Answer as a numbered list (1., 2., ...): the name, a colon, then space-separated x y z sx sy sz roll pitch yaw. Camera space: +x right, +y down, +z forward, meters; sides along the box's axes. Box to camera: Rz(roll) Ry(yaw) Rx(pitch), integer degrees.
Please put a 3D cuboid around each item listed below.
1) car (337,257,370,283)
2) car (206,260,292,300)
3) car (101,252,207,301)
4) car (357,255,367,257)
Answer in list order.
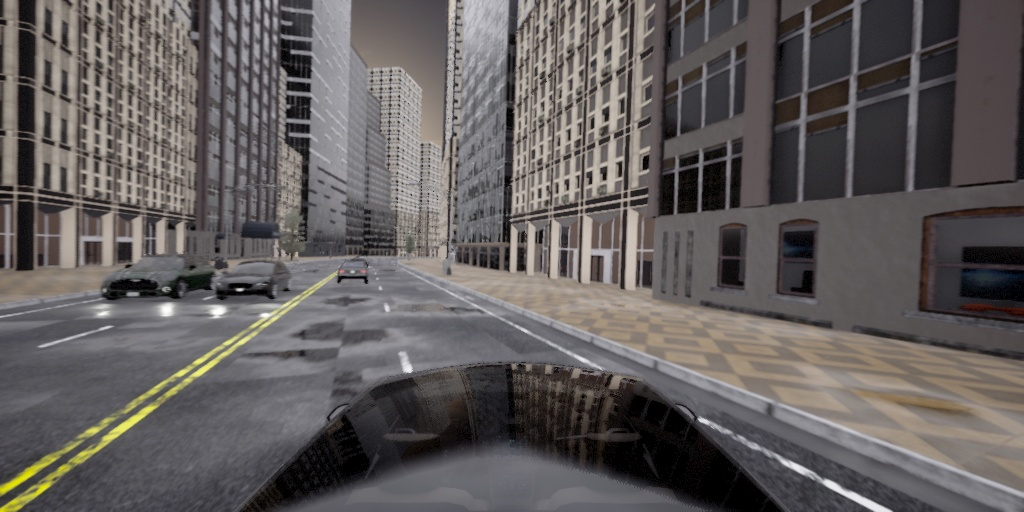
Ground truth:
1. car: -10.519 0.979 23.911 2.033 1.411 5.357 1 0 -22
2. car: -10.785 0.949 15.301 1.837 1.490 4.892 1 0 -22
3. car: -13.976 0.717 14.540 2.097 1.767 4.553 1 0 -22
4. car: -20.503 0.647 48.860 1.812 1.442 4.674 1 0 -22
